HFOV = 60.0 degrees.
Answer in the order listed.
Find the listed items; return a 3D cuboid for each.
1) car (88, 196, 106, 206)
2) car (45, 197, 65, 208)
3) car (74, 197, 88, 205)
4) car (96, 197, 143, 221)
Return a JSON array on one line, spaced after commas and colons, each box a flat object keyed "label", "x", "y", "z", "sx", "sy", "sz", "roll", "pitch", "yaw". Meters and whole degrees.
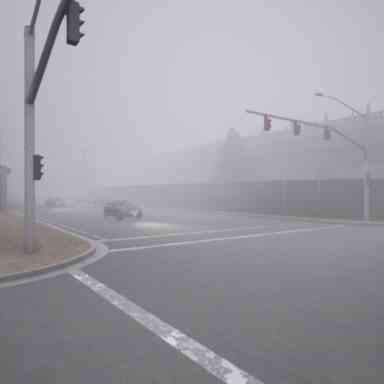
[{"label": "car", "x": -13.722, "y": 1.413, "z": 50.808, "sx": 2.128, "sy": 1.511, "sz": 4.902, "roll": 0, "pitch": 0, "yaw": -34}, {"label": "car", "x": -18.915, "y": 1.424, "z": 45.828, "sx": 2.128, "sy": 1.511, "sz": 4.902, "roll": 0, "pitch": 0, "yaw": -34}, {"label": "car", "x": -19.555, "y": 1.522, "z": 59.123, "sx": 1.895, "sy": 1.301, "sz": 4.718, "roll": 0, "pitch": 0, "yaw": -35}, {"label": "car", "x": -5.622, "y": 1.422, "z": 26.619, "sx": 2.128, "sy": 1.511, "sz": 4.902, "roll": 0, "pitch": 0, "yaw": -35}]
